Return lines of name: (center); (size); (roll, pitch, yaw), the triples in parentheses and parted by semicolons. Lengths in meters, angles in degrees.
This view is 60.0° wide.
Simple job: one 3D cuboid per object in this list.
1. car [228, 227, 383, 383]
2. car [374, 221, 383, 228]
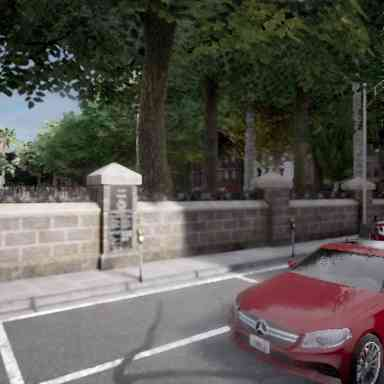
car: (2.694, 1.552, 5.298); (4.674, 1.442, 1.812); (0, 0, -35)
car: (9.046, 1.390, 12.992); (5.009, 1.841, 2.192); (0, 0, -36)
